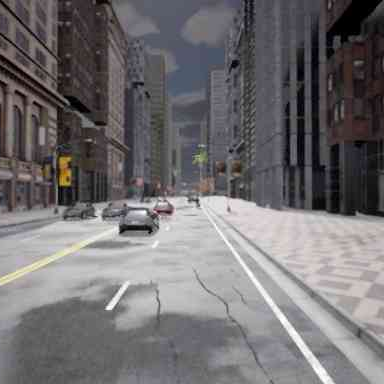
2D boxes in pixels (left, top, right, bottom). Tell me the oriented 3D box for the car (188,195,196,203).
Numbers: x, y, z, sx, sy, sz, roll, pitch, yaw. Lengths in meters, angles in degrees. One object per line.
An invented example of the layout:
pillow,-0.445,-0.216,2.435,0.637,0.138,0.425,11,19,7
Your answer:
car,0.031,1.810,78.733,1.837,1.490,4.892,0,0,0

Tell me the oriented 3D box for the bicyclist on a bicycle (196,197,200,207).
bicyclist on a bicycle,0.913,1.618,49.869,0.659,1.776,1.843,0,0,0

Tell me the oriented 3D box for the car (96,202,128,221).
car,-6.585,1.655,29.280,1.837,1.490,4.892,0,0,0

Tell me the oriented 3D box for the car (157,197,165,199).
car,-6.472,1.820,69.583,2.128,1.511,4.902,0,0,0

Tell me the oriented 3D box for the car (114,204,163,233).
car,-3.142,1.669,20.340,1.994,1.385,4.181,0,0,0

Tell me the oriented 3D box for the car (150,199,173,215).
car,-3.135,1.752,37.006,1.994,1.385,4.181,0,0,0

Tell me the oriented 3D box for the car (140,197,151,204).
car,-9.723,1.795,69.586,1.837,1.490,4.892,0,0,0

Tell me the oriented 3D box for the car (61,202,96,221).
car,-9.835,1.655,29.282,1.837,1.490,4.892,0,0,0

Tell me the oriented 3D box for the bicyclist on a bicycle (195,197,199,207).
bicyclist on a bicycle,0.919,1.741,58.874,0.582,1.620,1.656,0,-1,0
